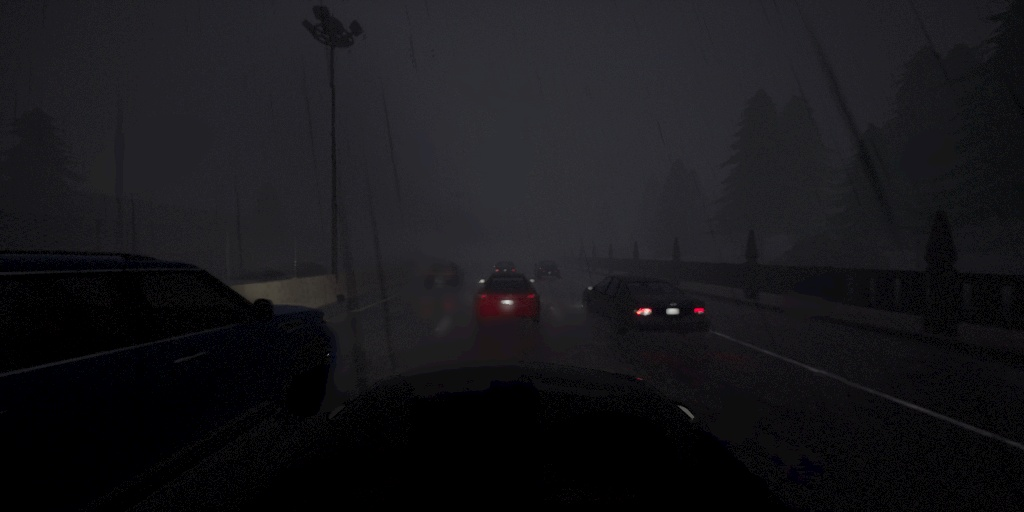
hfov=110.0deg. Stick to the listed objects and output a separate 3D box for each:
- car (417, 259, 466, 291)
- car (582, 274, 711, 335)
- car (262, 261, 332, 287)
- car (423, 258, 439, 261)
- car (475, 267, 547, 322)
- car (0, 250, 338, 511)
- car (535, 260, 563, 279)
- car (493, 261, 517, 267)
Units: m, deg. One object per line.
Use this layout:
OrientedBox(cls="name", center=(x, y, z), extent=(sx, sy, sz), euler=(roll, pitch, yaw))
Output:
OrientedBox(cls="car", center=(-3.854, 1.138, 21.157), extent=(2.128, 1.511, 4.902), euler=(0, 0, -1))
OrientedBox(cls="car", center=(3.415, 1.231, 10.253), extent=(2.033, 1.411, 5.357), euler=(0, 0, -1))
OrientedBox(cls="car", center=(-14.645, 1.145, 24.840), extent=(1.882, 1.535, 5.008), euler=(0, 0, -1))
OrientedBox(cls="car", center=(-11.867, 1.034, 55.068), extent=(1.994, 1.385, 4.181), euler=(0, 0, -1))
OrientedBox(cls="car", center=(-0.145, 1.251, 11.984), extent=(1.994, 1.385, 4.181), euler=(0, 0, -1))
OrientedBox(cls="car", center=(-3.478, 0.980, 2.619), extent=(2.150, 2.045, 5.566), euler=(0, 0, 0))
OrientedBox(cls="car", center=(2.938, 1.089, 30.133), extent=(1.812, 1.442, 4.674), euler=(0, 0, -1))
OrientedBox(cls="car", center=(-0.568, 1.127, 29.867), extent=(2.033, 1.411, 5.357), euler=(0, 0, -1))
